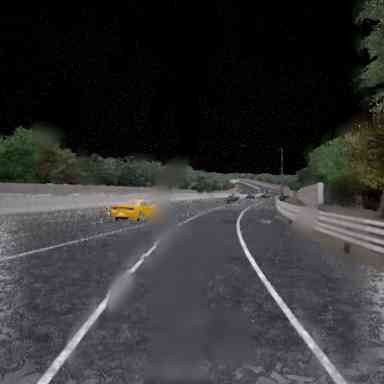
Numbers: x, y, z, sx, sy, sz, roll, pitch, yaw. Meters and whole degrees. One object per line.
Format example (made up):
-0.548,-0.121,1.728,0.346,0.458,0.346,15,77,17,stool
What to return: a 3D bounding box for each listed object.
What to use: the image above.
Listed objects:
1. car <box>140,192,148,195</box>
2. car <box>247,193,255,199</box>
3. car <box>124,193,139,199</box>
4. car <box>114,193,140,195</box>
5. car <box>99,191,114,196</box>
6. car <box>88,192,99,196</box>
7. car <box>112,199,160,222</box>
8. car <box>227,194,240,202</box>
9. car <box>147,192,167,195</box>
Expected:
-11.961,0.776,83.337,2.097,1.767,4.553,1,0,17,car
16.688,1.184,93.789,1.837,1.490,4.892,1,0,17,car
-15.327,0.907,84.303,1.812,1.442,4.674,1,0,17,car
-13.114,1.000,67.147,2.128,1.511,4.902,1,0,17,car
-16.471,0.941,68.129,1.837,1.490,4.892,1,0,17,car
-19.816,0.758,69.152,2.097,1.767,4.553,1,0,17,car
-3.943,1.268,24.197,1.882,1.535,5.008,1,1,17,car
8.135,1.206,64.937,1.837,1.490,4.892,1,0,17,car
-8.616,0.983,82.314,1.812,1.442,4.674,1,0,17,car
